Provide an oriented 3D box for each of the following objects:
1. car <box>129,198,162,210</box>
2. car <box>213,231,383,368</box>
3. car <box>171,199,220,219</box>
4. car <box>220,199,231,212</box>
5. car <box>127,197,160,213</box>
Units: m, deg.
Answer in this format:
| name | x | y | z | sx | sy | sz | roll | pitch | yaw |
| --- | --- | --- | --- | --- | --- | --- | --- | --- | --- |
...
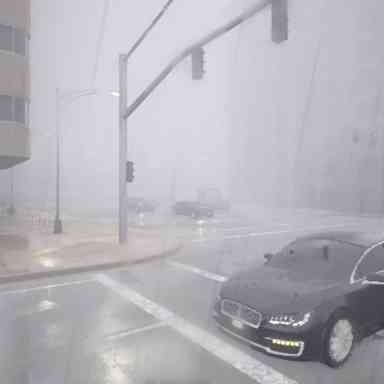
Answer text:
| name | x | y | z | sx | sy | sz | roll | pitch | yaw |
| --- | --- | --- | --- | --- | --- | --- | --- | --- | --- |
| car | -6.205 | 1.547 | 43.963 | 2.033 | 1.411 | 5.357 | 0 | 0 | -36 |
| car | 2.580 | 1.505 | 5.839 | 4.892 | 1.490 | 1.837 | 0 | 0 | -36 |
| car | -0.027 | 1.505 | 29.235 | 1.837 | 1.490 | 4.892 | 0 | 0 | -36 |
| car | 2.377 | 1.491 | 38.121 | 2.128 | 1.511 | 4.902 | 0 | 0 | -36 |
| car | -5.932 | 1.352 | 37.334 | 2.097 | 1.767 | 4.553 | 0 | 0 | -37 |
